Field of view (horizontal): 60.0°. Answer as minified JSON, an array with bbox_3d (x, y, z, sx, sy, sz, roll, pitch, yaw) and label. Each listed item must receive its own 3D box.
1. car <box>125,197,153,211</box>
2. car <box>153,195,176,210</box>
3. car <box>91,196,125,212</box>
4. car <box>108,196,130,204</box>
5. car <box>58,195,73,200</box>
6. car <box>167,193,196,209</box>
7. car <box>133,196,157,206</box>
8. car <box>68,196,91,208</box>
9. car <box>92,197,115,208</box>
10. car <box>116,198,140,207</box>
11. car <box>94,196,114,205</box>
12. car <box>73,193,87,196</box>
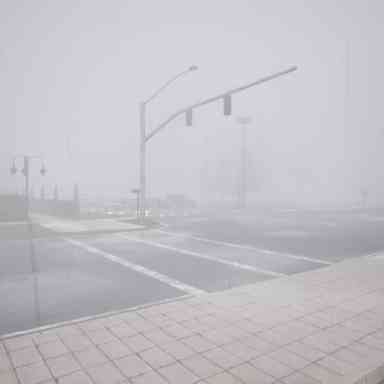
[{"bbox_3d":[-7.496,1.547,42.092,2.033,1.411,5.357,0,0,-36],"label":"car"},{"bbox_3d":[-4.551,1.505,43.991,1.837,1.490,4.892,0,0,-36],"label":"car"},{"bbox_3d":[-10.077,1.526,39.694,1.812,1.442,4.674,0,0,-36],"label":"car"},{"bbox_3d":[-13.883,1.547,62.788,2.033,1.411,5.357,0,0,-36],"label":"car"},{"bbox_3d":[-21.793,1.505,55.783,1.837,1.490,4.892,0,0,-36],"label":"car"},{"bbox_3d":[-1.732,1.221,46.069,2.150,2.045,5.566,0,0,-36],"label":"car"},{"bbox_3d":[-7.718,1.505,54.276,1.837,1.490,4.892,0,0,-36],"label":"car"},{"bbox_3d":[-15.484,1.601,47.099,1.895,1.301,4.718,0,0,-36],"label":"car"},{"bbox_3d":[-13.404,1.505,50.189,1.837,1.490,4.892,0,0,-36],"label":"car"},{"bbox_3d":[-9.968,1.601,51.414,1.895,1.301,4.718,0,0,-36],"label":"car"},{"bbox_3d":[-15.814,1.504,59.471,1.837,1.490,4.892,0,0,-36],"label":"car"},{"bbox_3d":[-19.693,1.221,58.855,2.150,2.045,5.566,0,0,-36],"label":"car"}]
